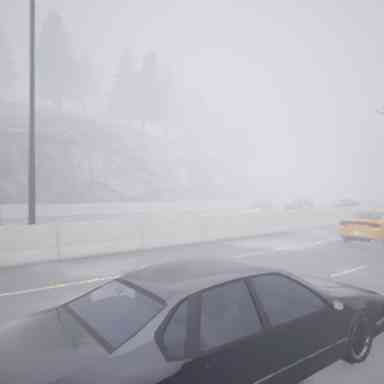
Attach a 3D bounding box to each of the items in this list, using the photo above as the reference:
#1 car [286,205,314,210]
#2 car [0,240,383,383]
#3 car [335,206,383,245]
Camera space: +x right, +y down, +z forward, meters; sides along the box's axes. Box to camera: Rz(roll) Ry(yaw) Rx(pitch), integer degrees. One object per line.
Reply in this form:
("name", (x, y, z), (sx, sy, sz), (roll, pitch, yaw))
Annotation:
("car", (12.513, 1.596, 38.507), (1.837, 1.490, 4.892), (0, -1, 43))
("car", (0.365, 1.558, 4.094), (5.357, 1.411, 2.033), (0, 0, -37))
("car", (8.623, 1.512, 15.212), (5.008, 1.535, 1.882), (0, 0, -40))
